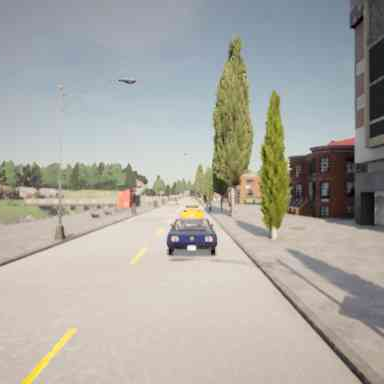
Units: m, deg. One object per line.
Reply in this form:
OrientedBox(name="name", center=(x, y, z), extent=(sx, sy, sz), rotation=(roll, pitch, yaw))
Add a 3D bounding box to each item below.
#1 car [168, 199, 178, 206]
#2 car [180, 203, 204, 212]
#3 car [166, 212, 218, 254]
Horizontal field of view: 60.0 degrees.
OrientedBox(name="car", center=(-4.017, 2.249, 70.931), extent=(1.895, 1.301, 4.718), rotation=(0, -1, 0))
OrientedBox(name="car", center=(-0.002, 1.750, 29.477), extent=(1.882, 1.535, 5.008), rotation=(0, 0, 0))
OrientedBox(name="car", center=(-0.002, 1.732, 14.103), extent=(1.895, 1.301, 4.718), rotation=(0, 0, 0))
